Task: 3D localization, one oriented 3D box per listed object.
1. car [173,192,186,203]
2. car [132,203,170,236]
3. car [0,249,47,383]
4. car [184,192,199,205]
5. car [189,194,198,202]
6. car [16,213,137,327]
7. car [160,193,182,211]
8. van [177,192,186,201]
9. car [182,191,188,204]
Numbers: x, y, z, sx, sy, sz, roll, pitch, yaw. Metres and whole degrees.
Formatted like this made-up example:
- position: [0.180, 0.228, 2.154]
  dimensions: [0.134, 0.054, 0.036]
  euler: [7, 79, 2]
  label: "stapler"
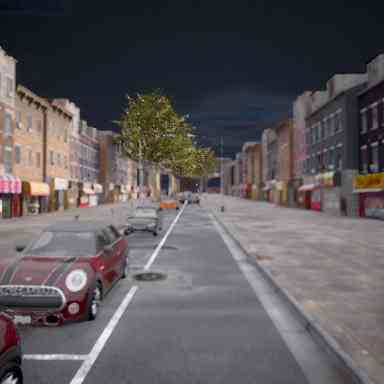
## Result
- position: [-2.323, 1.036, 62.460]
  dimensions: [2.192, 1.841, 5.009]
  euler: [2, 0, 0]
  label: "car"
- position: [-2.538, 1.513, 18.175]
  dimensions: [2.008, 1.369, 4.403]
  euler: [2, 0, 0]
  label: "car"
- position: [-2.614, 1.435, 1.565]
  dimensions: [1.967, 1.590, 4.097]
  euler: [1, 0, 0]
  label: "car"
- position: [0.259, 1.273, 53.953]
  dimensions: [2.128, 1.511, 4.902]
  euler: [0, 0, 1]
  label: "car"
- position: [0.320, 1.236, 69.422]
  dimensions: [1.994, 1.385, 4.181]
  euler: [0, 0, 0]
  label: "car"
- position: [-2.588, 1.429, 7.102]
  dimensions: [1.967, 1.590, 4.097]
  euler: [1, 0, 0]
  label: "car"
- position: [-2.572, 1.213, 38.972]
  dimensions: [2.097, 1.767, 4.553]
  euler: [0, 0, 0]
  label: "car"
- position: [-2.273, 0.996, 73.530]
  dimensions: [1.690, 1.788, 3.998]
  euler: [2, 0, 0]
  label: "van"
- position: [-2.349, 1.069, 56.925]
  dimensions: [2.192, 1.841, 5.009]
  euler: [2, 0, 0]
  label: "car"
